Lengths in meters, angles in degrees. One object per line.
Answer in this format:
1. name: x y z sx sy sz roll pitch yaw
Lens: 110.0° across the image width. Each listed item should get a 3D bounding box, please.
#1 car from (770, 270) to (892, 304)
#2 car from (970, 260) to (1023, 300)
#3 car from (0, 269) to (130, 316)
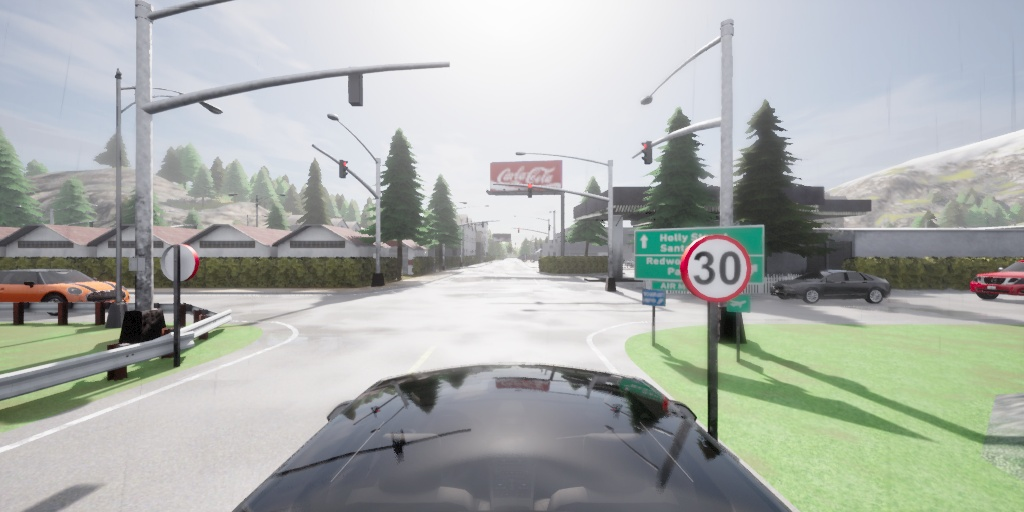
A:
1. car: 15.212 1.446 17.262 4.892 1.490 1.837 0 0 1
2. car: 25.675 1.163 17.119 5.566 2.045 2.150 0 0 0
3. car: -17.966 1.294 14.022 4.553 1.767 2.097 0 0 1
